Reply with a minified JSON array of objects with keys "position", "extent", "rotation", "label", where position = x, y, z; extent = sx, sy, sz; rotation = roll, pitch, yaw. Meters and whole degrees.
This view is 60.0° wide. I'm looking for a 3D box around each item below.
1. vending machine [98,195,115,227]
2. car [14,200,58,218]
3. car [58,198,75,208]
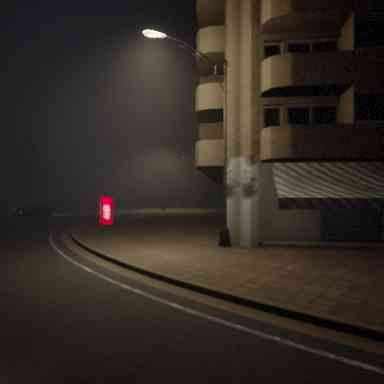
[{"position":[-5.889,1.290,23.007],"extent":[1.100,2.100,0.880],"rotation":[0,0,-13],"label":"vending machine"},{"position":[-14.554,1.618,30.706],"extent":[1.812,1.442,4.674],"rotation":[0,0,1],"label":"car"},{"position":[-19.798,1.679,51.328],"extent":[2.128,1.511,4.902],"rotation":[0,0,6],"label":"car"}]
